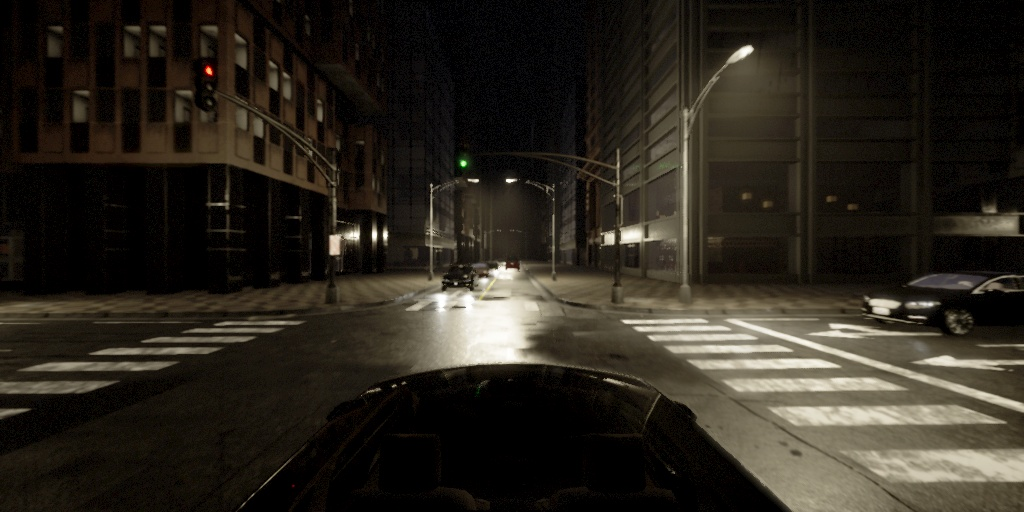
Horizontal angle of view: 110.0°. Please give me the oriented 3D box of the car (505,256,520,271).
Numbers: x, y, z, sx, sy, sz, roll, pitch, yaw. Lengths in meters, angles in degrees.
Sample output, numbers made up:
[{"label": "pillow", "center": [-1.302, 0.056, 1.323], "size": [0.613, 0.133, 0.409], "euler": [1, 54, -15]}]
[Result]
[{"label": "car", "center": [0.057, 1.167, 52.050], "size": [2.097, 1.767, 4.553], "euler": [0, 0, 0]}]

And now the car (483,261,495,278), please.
[{"label": "car", "center": [-3.061, 1.334, 34.480], "size": [2.033, 1.411, 5.357], "euler": [0, 0, 0]}]

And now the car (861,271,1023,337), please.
[{"label": "car", "center": [12.077, 1.156, 9.425], "size": [4.902, 1.511, 2.128], "euler": [0, 0, -1]}]

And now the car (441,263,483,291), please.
[{"label": "car", "center": [-3.072, 1.276, 22.024], "size": [1.837, 1.490, 4.892], "euler": [0, 0, 0]}]

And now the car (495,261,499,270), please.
[{"label": "car", "center": [-2.982, 1.415, 52.454], "size": [1.895, 1.301, 4.718], "euler": [0, 0, 1]}]
